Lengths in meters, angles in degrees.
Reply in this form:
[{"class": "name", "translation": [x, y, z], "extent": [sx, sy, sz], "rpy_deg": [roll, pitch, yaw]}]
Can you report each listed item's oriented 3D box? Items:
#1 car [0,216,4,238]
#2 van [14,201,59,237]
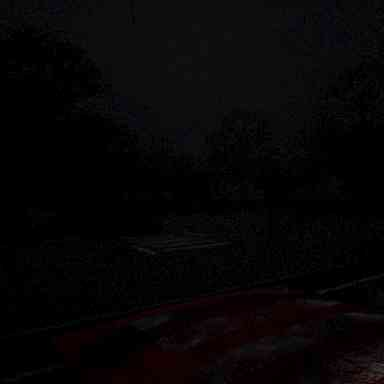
[{"class": "car", "translation": [-11.700, 1.712, 18.431], "extent": [2.163, 1.488, 4.792], "rpy_deg": [2, -1, -36]}, {"class": "van", "translation": [-9.352, 1.528, 19.925], "extent": [1.878, 1.987, 4.442], "rpy_deg": [2, -1, -35]}]
